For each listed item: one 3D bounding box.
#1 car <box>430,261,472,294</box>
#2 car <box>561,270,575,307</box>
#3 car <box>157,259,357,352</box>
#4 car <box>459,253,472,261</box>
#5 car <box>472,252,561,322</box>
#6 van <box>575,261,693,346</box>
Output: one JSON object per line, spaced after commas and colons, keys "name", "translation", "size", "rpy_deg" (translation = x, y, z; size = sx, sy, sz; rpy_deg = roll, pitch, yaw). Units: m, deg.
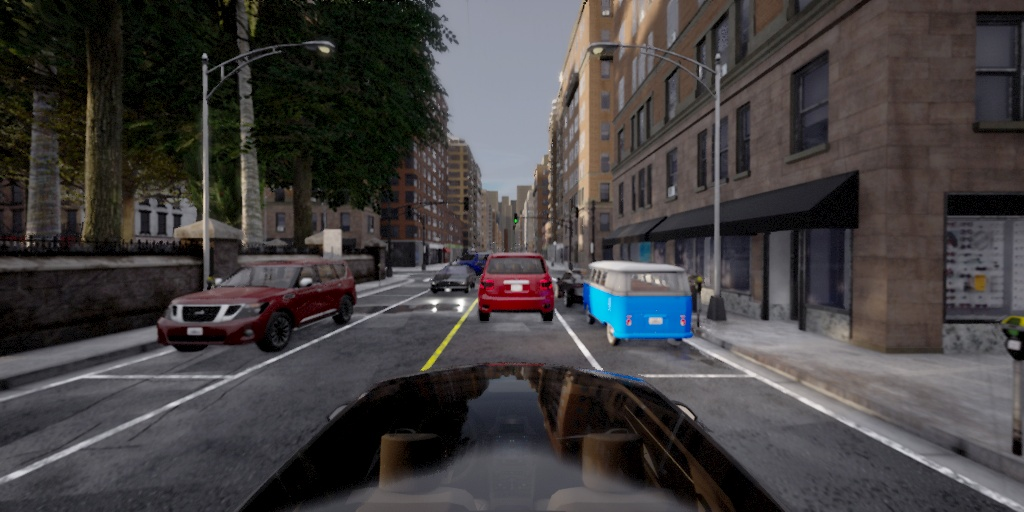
{"name": "car", "translation": [-3.002, 1.184, 19.423], "size": [2.033, 1.411, 5.357], "rpy_deg": [0, 0, 0]}
{"name": "car", "translation": [2.855, 1.219, 14.631], "size": [1.948, 1.339, 4.313], "rpy_deg": [0, 0, 0]}
{"name": "car", "translation": [-5.669, 1.011, 8.930], "size": [2.192, 1.841, 5.009], "rpy_deg": [0, 0, 0]}
{"name": "car", "translation": [-3.120, 0.749, 30.672], "size": [2.150, 2.045, 5.566], "rpy_deg": [0, 1, -28]}
{"name": "car", "translation": [0.107, 0.896, 12.033], "size": [2.150, 2.045, 5.566], "rpy_deg": [0, 1, 0]}
{"name": "van", "translation": [2.856, 1.037, 8.971], "size": [1.690, 1.789, 3.998], "rpy_deg": [0, 0, 0]}
